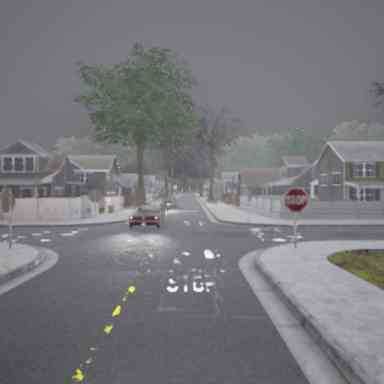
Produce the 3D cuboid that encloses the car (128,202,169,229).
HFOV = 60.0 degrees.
[{"bbox_3d":[-2.747,1.527,21.049,1.895,1.301,4.718,0,0,0],"label":"car"}]

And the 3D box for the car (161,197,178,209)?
[{"bbox_3d":[-2.743,1.330,41.578,2.128,1.511,4.902,0,0,0],"label":"car"}]
